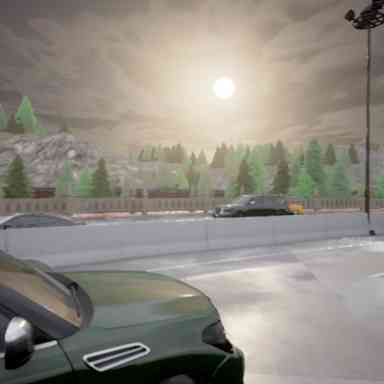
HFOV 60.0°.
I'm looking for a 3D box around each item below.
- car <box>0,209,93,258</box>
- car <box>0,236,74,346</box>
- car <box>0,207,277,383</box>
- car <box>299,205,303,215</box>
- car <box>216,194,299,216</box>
[{"bbox_3d":[-6.237,1.464,12.227,4.674,1.442,1.812,0,0,-34],"label":"car"},{"bbox_3d":[-4.400,1.570,4.818,4.718,1.301,1.895,0,0,-36],"label":"car"},{"bbox_3d":[-2.186,1.207,2.104,5.566,2.045,2.150,0,0,-35],"label":"car"},{"bbox_3d":[6.719,1.433,27.242,5.008,1.535,1.882,0,0,-23],"label":"car"},{"bbox_3d":[4.061,1.172,22.218,5.566,2.045,2.150,0,0,-26],"label":"car"}]
